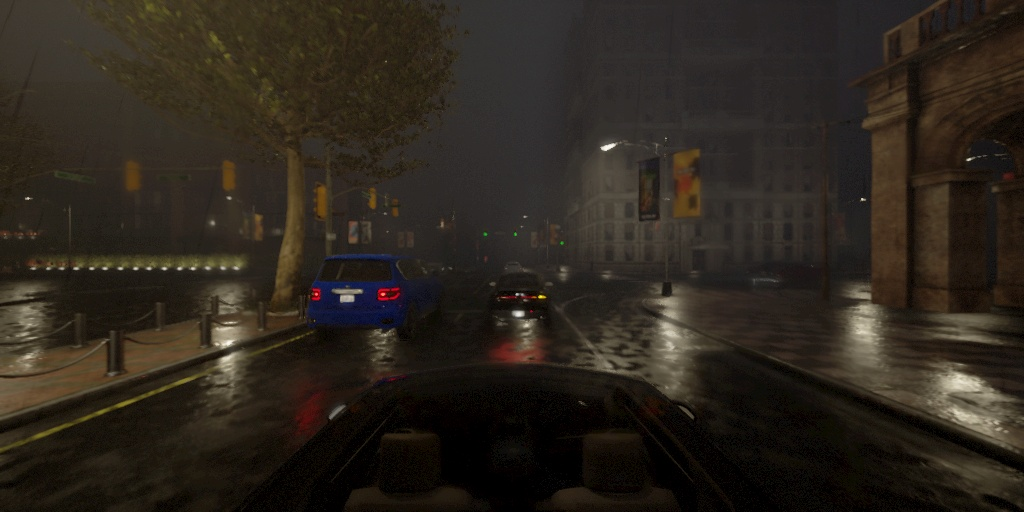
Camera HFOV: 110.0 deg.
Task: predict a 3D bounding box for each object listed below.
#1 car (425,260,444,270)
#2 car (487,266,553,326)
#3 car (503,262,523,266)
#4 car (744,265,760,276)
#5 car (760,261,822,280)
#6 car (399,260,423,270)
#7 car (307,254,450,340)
[{"bbox_3d":[-11.530,1.315,53.427,1.812,1.442,4.674,0,0,0],"label":"car"},{"bbox_3d":[0.296,1.263,11.798,1.837,1.490,4.892,0,0,3],"label":"car"},{"bbox_3d":[0.087,1.302,36.123,1.812,1.442,4.674,0,0,0],"label":"car"},{"bbox_3d":[25.205,1.280,34.688,4.892,1.490,1.837,0,0,0],"label":"car"},{"bbox_3d":[24.594,1.336,31.185,4.181,1.385,1.994,0,0,0],"label":"car"},{"bbox_3d":[-15.020,1.337,53.809,2.033,1.411,5.357,0,0,0],"label":"car"},{"bbox_3d":[-3.410,0.978,10.121,2.150,2.045,5.566,0,0,0],"label":"car"}]
